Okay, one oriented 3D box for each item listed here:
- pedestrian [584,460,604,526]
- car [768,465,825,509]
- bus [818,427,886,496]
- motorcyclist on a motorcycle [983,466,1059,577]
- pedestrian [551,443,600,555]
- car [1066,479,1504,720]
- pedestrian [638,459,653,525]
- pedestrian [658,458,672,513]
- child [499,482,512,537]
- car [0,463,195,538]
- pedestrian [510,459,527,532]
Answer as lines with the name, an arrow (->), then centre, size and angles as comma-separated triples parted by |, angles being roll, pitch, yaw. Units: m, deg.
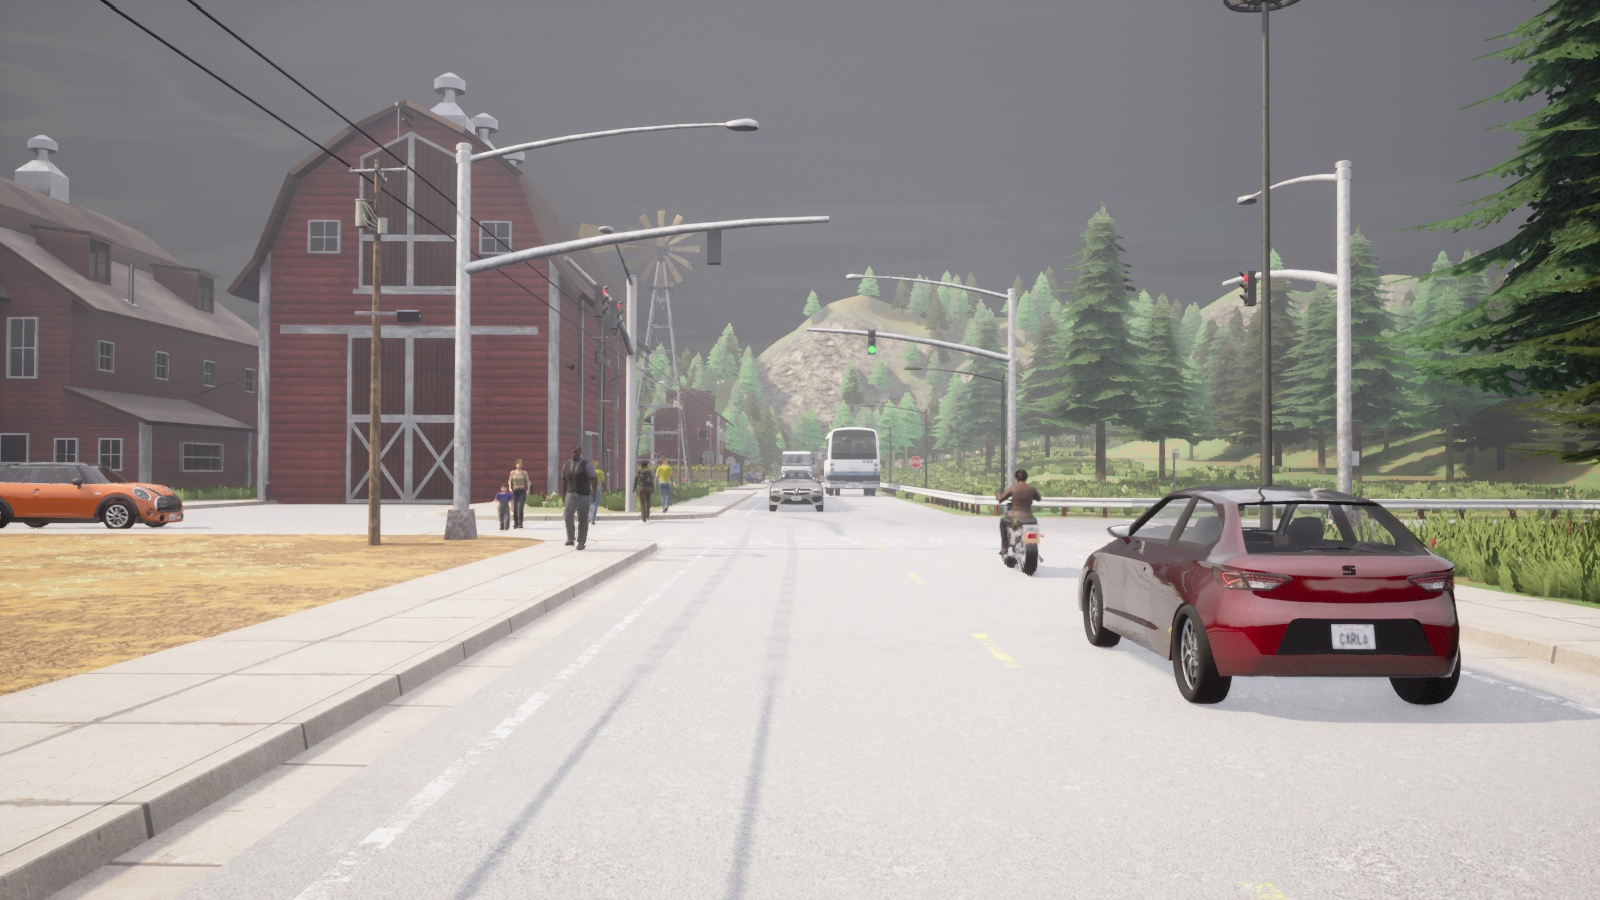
pedestrian -> -5.773, 1.203, 35.200 | 0.354, 1.836, 0.706 | 0, -1, 7
car -> -0.129, 1.433, 50.104 | 2.152, 1.651, 5.027 | 0, -1, 0
bus -> 3.285, 0.800, 82.106 | 3.944, 4.253, 10.273 | 0, -1, 0
motorcyclist on a motorcycle -> 3.449, 1.083, 19.817 | 0.766, 1.649, 2.350 | 0, -1, 0
pedestrian -> -3.858, 0.839, 21.643 | 0.563, 1.883, 0.849 | 0, -1, 11
car -> 3.474, 0.981, 9.944 | 1.816, 1.474, 4.193 | 0, -1, 0
pedestrian -> -4.554, 1.228, 37.021 | 0.395, 1.930, 0.692 | 0, -1, -4
pedestrian -> -4.486, 1.176, 41.690 | 0.354, 1.836, 0.706 | 0, -1, 4
child -> -6.915, 1.390, 29.474 | 0.270, 1.263, 0.437 | 0, -1, -15
car -> -17.865, 1.238, 31.313 | 4.553, 1.767, 2.097 | 0, -1, -1
pedestrian -> -7.198, 1.157, 32.160 | 0.345, 1.836, 0.594 | 0, -1, -5
